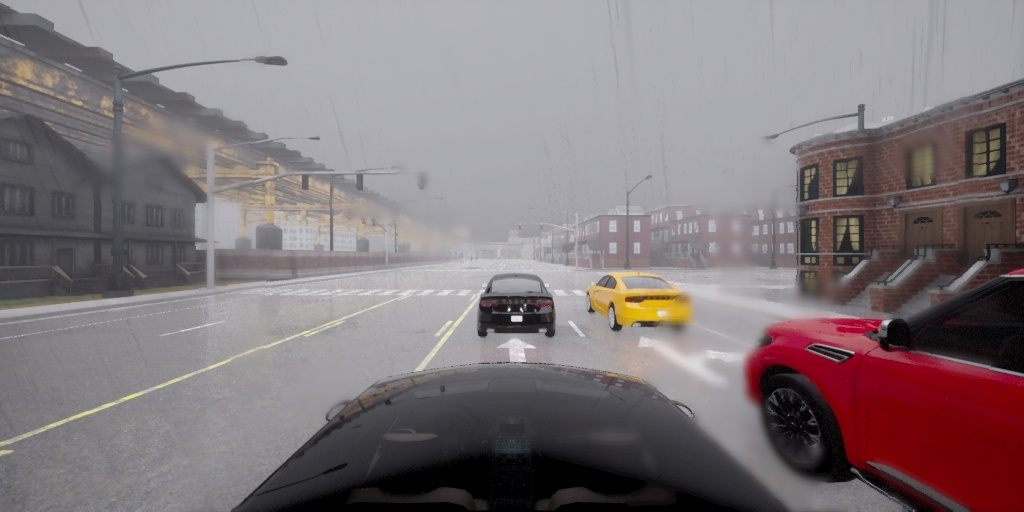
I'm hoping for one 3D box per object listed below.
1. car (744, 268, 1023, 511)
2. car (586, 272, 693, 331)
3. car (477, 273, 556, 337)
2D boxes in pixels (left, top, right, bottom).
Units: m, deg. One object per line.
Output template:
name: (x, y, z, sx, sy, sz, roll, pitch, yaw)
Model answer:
car: (3.598, 0.971, 1.530, 2.150, 2.045, 5.566, 0, 0, 0)
car: (3.609, 1.228, 11.055, 1.882, 1.535, 5.008, 0, 0, 0)
car: (0.107, 1.228, 10.353, 1.882, 1.535, 5.008, 0, 0, 0)
